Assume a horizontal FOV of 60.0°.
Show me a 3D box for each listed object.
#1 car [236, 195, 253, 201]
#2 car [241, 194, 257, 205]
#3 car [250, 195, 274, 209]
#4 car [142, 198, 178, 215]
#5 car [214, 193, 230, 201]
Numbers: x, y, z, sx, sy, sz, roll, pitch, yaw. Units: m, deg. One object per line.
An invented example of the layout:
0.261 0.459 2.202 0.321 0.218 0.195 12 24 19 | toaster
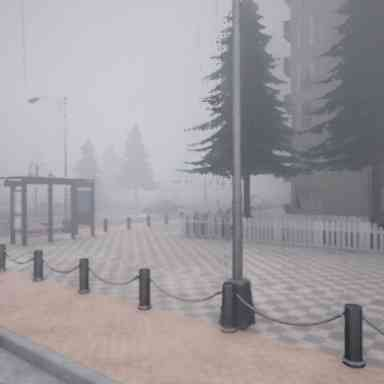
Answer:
13.003 1.541 82.247 3.633 1.501 1.845 0 0 35 | car
8.566 1.350 51.756 2.150 2.045 5.566 0 0 35 | car
9.420 1.599 46.777 1.812 1.442 4.674 0 0 35 | car
-3.280 1.649 35.046 1.994 1.385 4.181 0 0 35 | car
8.641 1.584 88.949 3.806 1.475 1.970 0 0 35 | car
